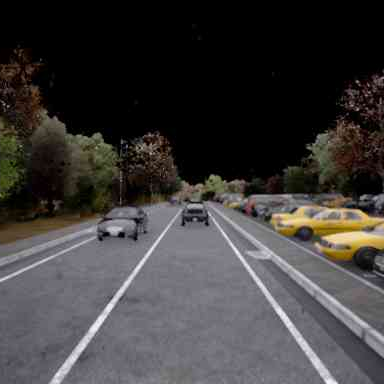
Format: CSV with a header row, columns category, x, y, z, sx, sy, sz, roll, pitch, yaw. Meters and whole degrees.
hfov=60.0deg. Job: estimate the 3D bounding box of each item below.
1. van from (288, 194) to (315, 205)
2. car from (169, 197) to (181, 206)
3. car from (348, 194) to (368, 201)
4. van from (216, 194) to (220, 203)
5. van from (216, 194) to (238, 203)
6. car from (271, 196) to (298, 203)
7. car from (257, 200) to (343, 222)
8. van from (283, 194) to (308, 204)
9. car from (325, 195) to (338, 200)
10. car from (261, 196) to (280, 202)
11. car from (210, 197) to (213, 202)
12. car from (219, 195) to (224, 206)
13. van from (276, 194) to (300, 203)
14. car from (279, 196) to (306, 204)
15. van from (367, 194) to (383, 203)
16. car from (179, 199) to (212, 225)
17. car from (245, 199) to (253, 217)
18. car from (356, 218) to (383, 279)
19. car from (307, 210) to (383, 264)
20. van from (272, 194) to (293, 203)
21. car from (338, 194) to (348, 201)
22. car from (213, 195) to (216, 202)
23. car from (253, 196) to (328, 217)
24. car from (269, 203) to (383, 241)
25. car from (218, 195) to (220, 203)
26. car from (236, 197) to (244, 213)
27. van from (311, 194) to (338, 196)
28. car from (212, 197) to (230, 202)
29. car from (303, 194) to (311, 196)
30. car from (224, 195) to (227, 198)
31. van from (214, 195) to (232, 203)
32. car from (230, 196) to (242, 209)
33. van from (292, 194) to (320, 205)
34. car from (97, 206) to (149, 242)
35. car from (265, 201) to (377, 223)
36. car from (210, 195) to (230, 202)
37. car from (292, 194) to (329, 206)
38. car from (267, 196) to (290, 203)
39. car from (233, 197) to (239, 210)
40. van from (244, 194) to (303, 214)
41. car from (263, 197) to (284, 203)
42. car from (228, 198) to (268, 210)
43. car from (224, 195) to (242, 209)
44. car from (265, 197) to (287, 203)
category,x,y,z,sx,sy,sz,roll,pitch,yaw
van,20.708,1.360,63.042,4.442,1.987,1.878,0,0,1
car,-2.875,1.619,59.388,1.837,1.490,4.892,0,0,1
car,20.263,1.250,35.343,5.566,2.045,2.435,0,0,1
van,7.397,1.367,63.331,4.442,1.987,1.878,0,0,1
van,7.488,1.467,71.642,4.442,1.987,1.878,0,-1,1
car,20.527,1.732,74.102,5.366,1.575,1.946,0,-1,1
car,7.056,1.476,21.688,4.892,1.521,2.231,0,0,1
van,20.507,1.369,65.948,4.442,1.987,1.878,0,-1,1
car,20.376,1.526,43.653,5.008,1.535,2.097,0,0,1
car,20.831,1.875,87.952,4.553,1.767,2.185,0,-1,1
car,7.730,1.905,82.738,5.008,1.535,2.097,0,-1,1
car,7.178,1.548,49.451,5.366,1.575,1.946,0,0,1
van,20.565,1.456,71.338,4.442,1.987,1.878,0,-1,1
car,20.657,1.629,68.563,5.008,1.535,2.097,0,-1,1
van,20.144,1.267,32.574,4.442,1.987,1.878,0,0,1
car,0.221,1.506,23.797,1.837,1.490,4.892,0,1,0
car,7.152,1.513,27.240,4.792,1.488,2.163,0,0,1
car,6.918,1.534,7.820,4.892,1.521,2.231,0,0,1
car,6.756,1.515,10.597,5.366,1.575,1.946,0,0,1
van,20.859,1.562,76.874,4.442,1.987,1.878,0,-1,1
car,20.293,1.258,38.113,5.566,2.045,2.435,0,0,1
car,7.573,1.350,66.105,5.566,2.045,2.435,0,0,1
car,7.124,1.352,24.467,4.553,1.767,2.185,0,0,1
car,6.818,1.485,16.270,5.366,1.575,1.946,0,0,1
car,7.448,1.576,57.777,5.008,1.535,2.097,0,0,1
car,7.154,1.530,32.793,4.792,1.488,2.163,0,0,1
van,20.559,1.318,49.317,4.442,1.987,1.878,0,0,1
car,7.845,2.094,91.064,4.792,1.488,2.163,0,-1,1
car,20.496,1.560,54.733,5.008,1.535,2.097,0,0,1
car,7.327,1.544,46.673,4.892,1.521,2.231,0,0,1
van,7.872,1.732,85.517,4.442,1.987,1.878,0,-1,1
car,7.214,1.547,38.345,4.792,1.488,2.163,0,0,1
van,20.680,1.352,60.397,4.442,1.987,1.878,0,0,1
car,-3.273,1.487,16.524,2.128,1.511,4.902,0,0,0
car,7.218,1.476,18.919,5.366,1.575,1.946,0,0,1
car,7.817,1.866,93.846,5.566,2.045,2.435,0,-1,1
car,20.504,1.318,57.628,5.566,2.045,2.435,0,0,1
car,20.766,1.842,79.640,4.892,1.521,2.231,0,-1,1
car,7.184,1.538,35.569,4.792,1.488,2.163,0,0,1
van,7.269,1.266,30.016,4.442,1.987,1.878,0,0,1
car,20.828,1.949,85.305,5.008,1.535,2.097,0,-1,1
car,7.310,1.535,43.897,4.892,1.521,2.231,0,0,1
car,7.088,1.523,41.123,5.366,1.575,1.946,0,0,1
car,20.797,1.894,82.410,5.008,1.535,2.097,0,-1,1
